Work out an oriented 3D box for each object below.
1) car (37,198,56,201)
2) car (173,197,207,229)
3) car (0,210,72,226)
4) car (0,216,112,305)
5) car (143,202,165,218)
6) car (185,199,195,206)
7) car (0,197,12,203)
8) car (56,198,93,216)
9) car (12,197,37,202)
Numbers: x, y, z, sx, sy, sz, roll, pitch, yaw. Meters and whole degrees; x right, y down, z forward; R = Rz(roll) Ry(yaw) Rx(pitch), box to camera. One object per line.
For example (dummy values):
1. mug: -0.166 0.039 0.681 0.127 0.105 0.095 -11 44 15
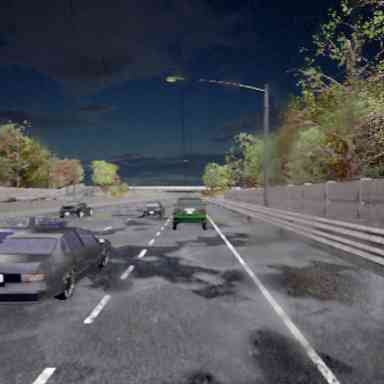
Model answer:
1. car: -24.873 1.727 58.412 1.812 1.442 4.674 0 0 0
2. car: -0.156 1.332 22.860 2.150 2.045 5.566 0 0 0
3. car: -7.007 1.637 14.148 1.895 1.301 4.718 0 0 0
4. car: -3.478 1.572 8.356 2.033 1.411 5.357 0 0 0
5. car: -3.611 1.665 31.910 1.812 1.442 4.674 0 0 0
6. car: -0.374 1.934 61.500 1.895 1.301 4.718 0 0 0
7. car: -31.857 1.640 57.272 1.882 1.535 5.008 0 0 0
8. car: -10.601 1.606 30.652 1.837 1.490 4.892 0 0 0
9. car: -28.364 1.679 57.516 2.128 1.511 4.902 0 0 0
